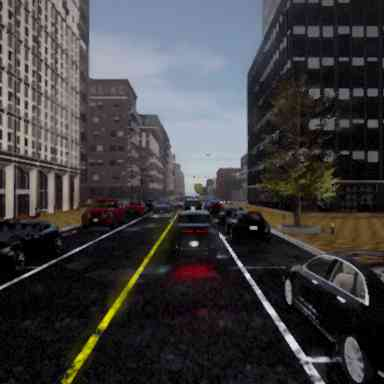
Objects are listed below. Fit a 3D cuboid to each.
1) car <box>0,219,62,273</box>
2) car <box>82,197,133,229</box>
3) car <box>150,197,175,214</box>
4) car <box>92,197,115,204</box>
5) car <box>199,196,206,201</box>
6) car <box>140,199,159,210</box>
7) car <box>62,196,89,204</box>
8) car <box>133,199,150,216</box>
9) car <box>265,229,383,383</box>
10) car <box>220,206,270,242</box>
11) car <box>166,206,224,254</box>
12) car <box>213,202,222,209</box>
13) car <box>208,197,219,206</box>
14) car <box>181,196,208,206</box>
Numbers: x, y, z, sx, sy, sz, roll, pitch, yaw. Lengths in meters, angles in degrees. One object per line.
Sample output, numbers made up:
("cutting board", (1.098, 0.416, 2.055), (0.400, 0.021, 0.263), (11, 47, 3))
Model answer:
("car", (-5.687, 1.580, 10.779), (1.947, 1.339, 4.313), (0, 0, 0))
("car", (-5.687, 1.347, 22.158), (2.192, 1.841, 5.009), (0, 0, 0))
("car", (-3.100, 1.606, 36.495), (2.033, 1.411, 5.357), (0, 0, 0))
("car", (-17.471, 1.649, 65.698), (4.206, 1.307, 1.802), (0, -1, 0))
("car", (2.686, 1.722, 89.845), (1.752, 1.417, 4.829), (0, 0, 0))
("car", (-5.690, 1.642, 44.913), (1.947, 1.339, 4.313), (0, 0, 0))
("car", (-22.963, 1.582, 65.685), (4.829, 1.417, 1.752), (0, -1, 0))
("car", (-5.689, 1.598, 33.536), (1.887, 1.381, 4.507), (0, 0, 0))
("car", (2.662, 1.557, 5.065), (2.008, 1.369, 4.403), (0, 0, 0))
("car", (2.660, 1.588, 16.442), (1.947, 1.339, 4.313), (0, 0, 0))
("car", (0.082, 1.522, 13.677), (1.837, 1.490, 4.892), (0, 0, 0))
("car", (2.659, 1.598, 22.132), (1.947, 1.339, 4.313), (0, 0, 0))
("car", (2.657, 1.646, 39.199), (1.802, 1.307, 4.206), (0, 0, 0))
("car", (0.082, 1.397, 29.378), (2.097, 1.767, 4.553), (0, 0, 0))
